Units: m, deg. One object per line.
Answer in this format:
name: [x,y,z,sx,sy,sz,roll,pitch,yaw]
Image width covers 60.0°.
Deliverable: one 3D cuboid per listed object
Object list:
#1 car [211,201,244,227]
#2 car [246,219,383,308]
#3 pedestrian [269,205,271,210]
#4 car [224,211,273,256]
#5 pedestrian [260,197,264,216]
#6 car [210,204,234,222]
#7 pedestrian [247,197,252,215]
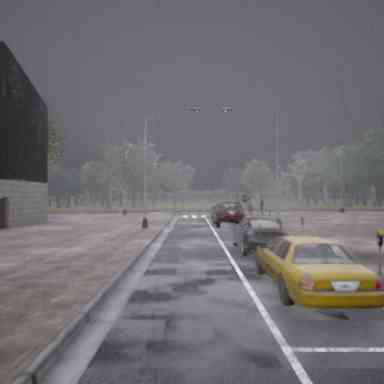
car: [2.638,1.549,24.496,2.192,1.841,5.009,0,-1,0]
car: [2.637,1.598,8.029,1.752,1.417,4.829,0,-1,0]
pedestrian: [8.013,1.825,34.072,0.500,1.100,0.500,0,0,0]
car: [2.638,1.676,13.403,2.008,1.369,4.403,0,-1,0]
pedestrian: [7.013,1.455,33.475,0.375,1.860,0.375,0,0,0]
car: [2.639,1.815,30.209,1.752,1.417,4.829,0,-1,0]
pedestrian: [6.013,1.476,34.674,0.375,1.860,0.375,0,0,0]
